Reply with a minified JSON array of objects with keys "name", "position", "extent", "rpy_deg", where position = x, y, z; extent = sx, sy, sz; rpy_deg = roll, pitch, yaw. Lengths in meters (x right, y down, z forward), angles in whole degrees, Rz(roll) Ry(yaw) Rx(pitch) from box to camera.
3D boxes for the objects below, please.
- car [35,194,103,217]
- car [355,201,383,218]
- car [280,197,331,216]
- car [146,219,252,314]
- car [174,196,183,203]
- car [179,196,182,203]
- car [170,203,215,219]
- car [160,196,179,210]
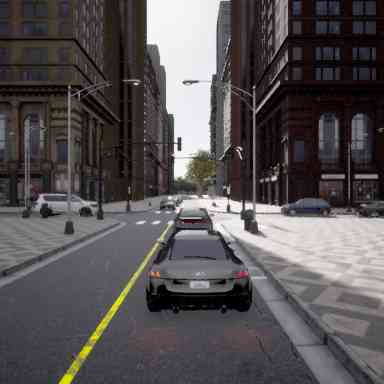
[{"name":"car","position":[-10.638,1.183,28.888],"extent":[5.566,2.045,2.150],"rpy_deg":[0,0,0]},{"name":"car","position":[16.812,1.556,28.875],"extent":[4.892,1.490,1.837],"rpy_deg":[0,0,0]},{"name":"car","position":[10.869,1.388,32.115],"extent":[4.553,1.767,2.097],"rpy_deg":[0,0,1]},{"name":"car","position":[0.110,1.564,7.724],"extent":[1.994,1.385,4.181],"rpy_deg":[0,0,-1]},{"name":"car","position":[-2.986,1.549,73.497],"extent":[1.812,1.442,4.674],"rpy_deg":[0,0,0]},{"name":"car","position":[-3.081,1.494,52.850],"extent":[2.128,1.511,4.902],"rpy_deg":[0,0,0]},{"name":"car","position":[0.064,1.505,16.632],"extent":[1.837,1.490,4.892],"rpy_deg":[0,0,0]},{"name":"car","position":[-3.083,1.547,43.089],"extent":[2.033,1.411,5.357],"rpy_deg":[0,0,0]}]
